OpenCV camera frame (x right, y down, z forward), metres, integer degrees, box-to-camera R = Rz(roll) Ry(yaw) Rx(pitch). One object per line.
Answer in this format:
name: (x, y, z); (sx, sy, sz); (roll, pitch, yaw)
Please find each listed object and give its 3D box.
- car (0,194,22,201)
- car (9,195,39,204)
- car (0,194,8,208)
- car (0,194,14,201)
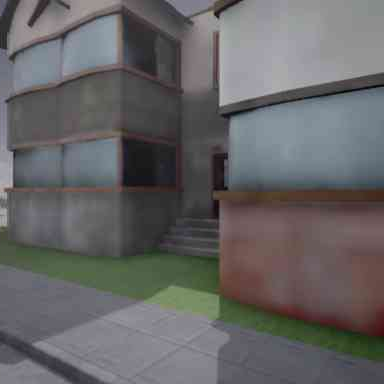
car: (-44.141, 1.318, 80.155); (2.152, 1.636, 5.027); (0, 0, 35)
car: (-30.840, 1.281, 61.193); (2.007, 1.523, 4.514); (0, 0, 35)
car: (-21.272, 1.277, 41.200); (2.007, 1.523, 4.514); (0, 0, 35)
car: (-46.725, 1.327, 81.934); (2.007, 1.523, 4.514); (0, 0, 35)
